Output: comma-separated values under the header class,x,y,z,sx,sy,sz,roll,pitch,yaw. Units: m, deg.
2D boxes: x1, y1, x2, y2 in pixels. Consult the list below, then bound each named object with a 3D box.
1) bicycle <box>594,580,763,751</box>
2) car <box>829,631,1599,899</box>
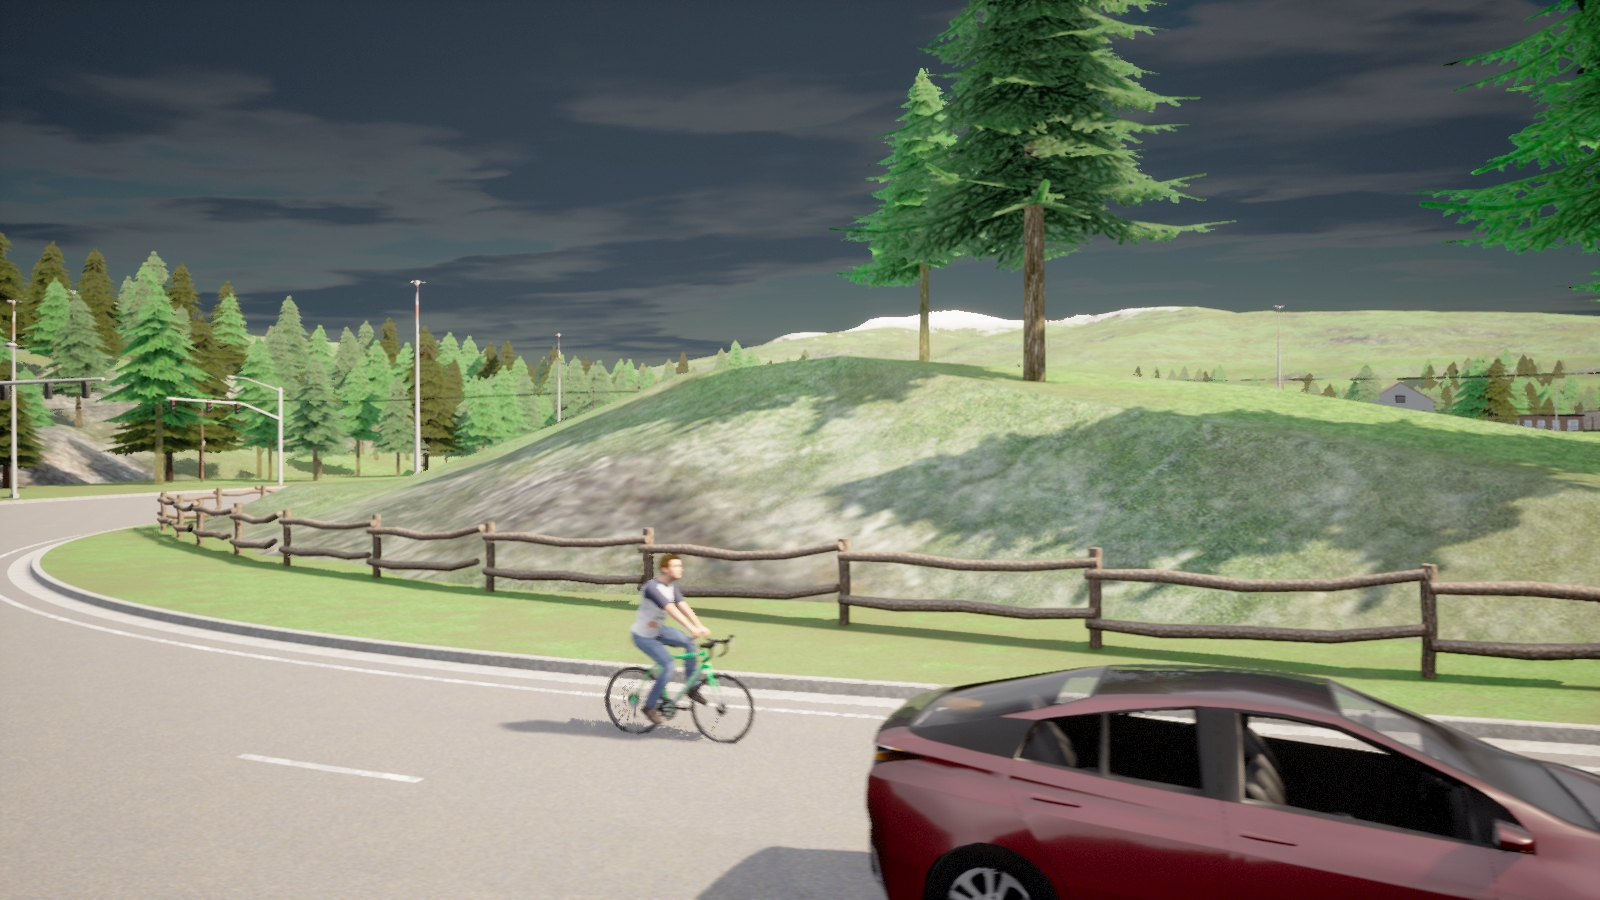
class,x,y,z,sx,sy,sz,roll,pitch,yaw
bicycle,-1.198,2.072,11.170,1.643,1.496,0.373,0,-1,22
car,2.624,2.041,6.365,4.514,1.525,2.007,0,0,21
